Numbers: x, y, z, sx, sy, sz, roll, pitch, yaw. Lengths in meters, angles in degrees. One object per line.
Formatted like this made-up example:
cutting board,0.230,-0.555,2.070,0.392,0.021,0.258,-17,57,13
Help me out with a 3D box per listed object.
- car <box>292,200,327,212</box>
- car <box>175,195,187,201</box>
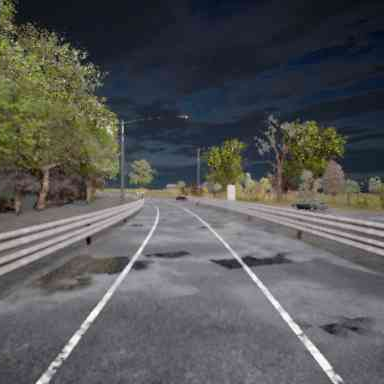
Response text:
car,14.812,1.706,42.137,2.128,1.511,4.902,0,0,-24
car,-2.700,1.470,81.878,1.882,1.535,5.008,0,0,-24
